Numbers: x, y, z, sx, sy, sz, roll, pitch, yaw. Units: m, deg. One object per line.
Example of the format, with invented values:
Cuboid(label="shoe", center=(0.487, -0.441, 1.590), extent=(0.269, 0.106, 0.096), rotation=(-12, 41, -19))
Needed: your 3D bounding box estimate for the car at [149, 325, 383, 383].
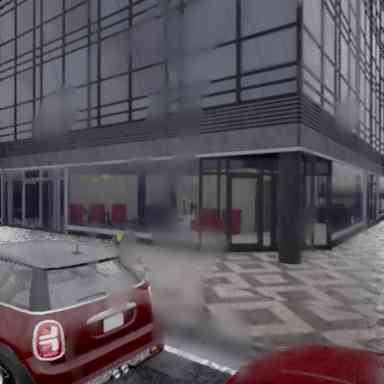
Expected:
Cuboid(label="car", center=(2.136, 1.552, 1.442), extent=(4.507, 1.381, 1.887), rotation=(1, 0, 36))

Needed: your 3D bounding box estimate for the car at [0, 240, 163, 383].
Cuboid(label="car", center=(-2.420, 1.407, 4.700), extent=(4.097, 1.590, 1.967), rotation=(1, 0, 36))
